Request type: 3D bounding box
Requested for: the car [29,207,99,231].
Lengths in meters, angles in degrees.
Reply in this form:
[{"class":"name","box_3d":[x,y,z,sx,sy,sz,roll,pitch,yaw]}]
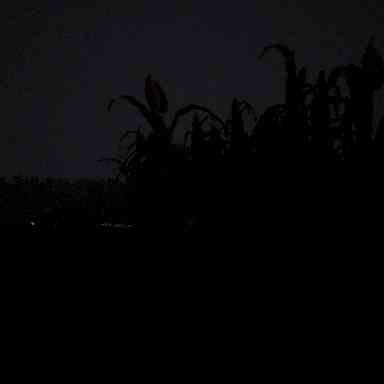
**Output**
[{"class":"car","box_3d":[-8.654,1.786,23.045,1.837,1.490,4.892,-1,-1,37]}]
